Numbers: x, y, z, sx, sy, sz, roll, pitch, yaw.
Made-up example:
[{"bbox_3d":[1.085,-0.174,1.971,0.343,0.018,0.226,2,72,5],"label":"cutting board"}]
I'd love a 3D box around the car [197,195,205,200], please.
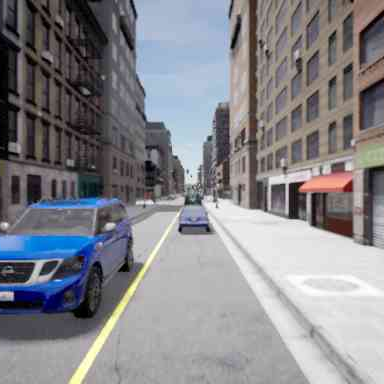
[{"bbox_3d":[2.369,1.463,89.596,1.947,1.339,4.313,0,0,0],"label":"car"}]

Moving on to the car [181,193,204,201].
[{"bbox_3d":[0.119,1.129,41.432,2.150,2.045,5.566,0,0,0],"label":"car"}]

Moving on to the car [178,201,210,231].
[{"bbox_3d":[0.113,1.493,20.194,2.033,1.411,5.357,0,0,0],"label":"car"}]

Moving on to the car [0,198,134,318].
[{"bbox_3d":[-2.791,1.197,7.745,2.150,2.045,5.566,0,0,0],"label":"car"}]

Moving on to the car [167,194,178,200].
[{"bbox_3d":[-5.656,1.337,89.608,1.967,1.590,4.097,0,0,0],"label":"car"}]
